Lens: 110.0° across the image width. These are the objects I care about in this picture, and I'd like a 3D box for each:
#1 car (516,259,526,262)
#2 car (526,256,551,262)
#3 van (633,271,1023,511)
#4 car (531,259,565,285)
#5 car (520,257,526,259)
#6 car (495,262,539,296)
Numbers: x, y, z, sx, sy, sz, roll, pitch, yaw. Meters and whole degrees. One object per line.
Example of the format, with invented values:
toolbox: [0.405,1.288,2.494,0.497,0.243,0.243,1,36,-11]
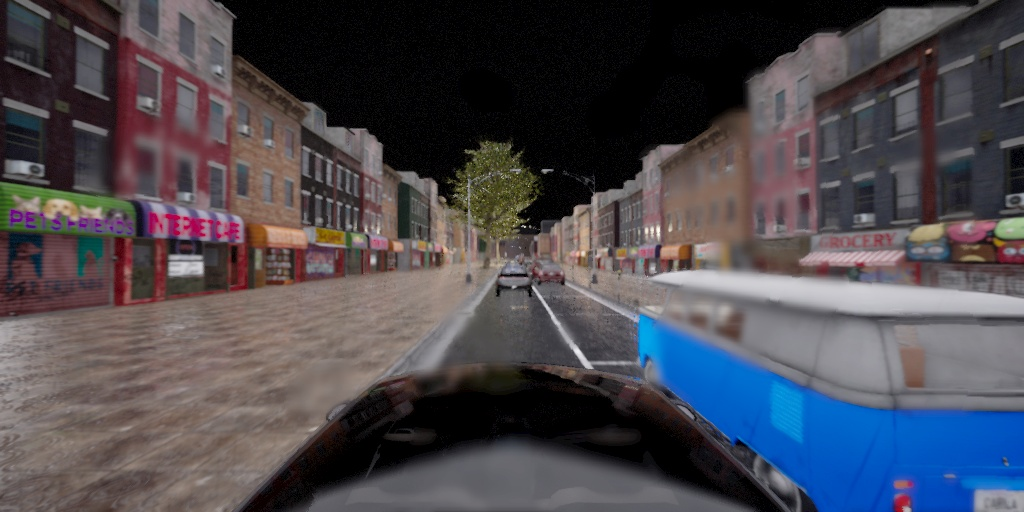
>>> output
car: [0.096,1.295,37.020,2.033,1.411,5.357,0,0,0]
car: [2.636,1.070,31.500,2.192,1.841,5.009,0,0,0]
van: [2.638,1.094,3.789,1.690,1.789,3.998,0,0,0]
car: [2.636,1.201,25.958,1.967,1.591,4.097,0,0,0]
car: [2.634,1.253,59.208,2.007,1.370,4.403,0,0,0]
car: [0.097,1.258,19.352,2.128,1.511,4.902,0,0,0]
